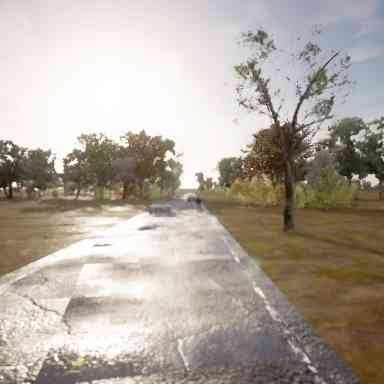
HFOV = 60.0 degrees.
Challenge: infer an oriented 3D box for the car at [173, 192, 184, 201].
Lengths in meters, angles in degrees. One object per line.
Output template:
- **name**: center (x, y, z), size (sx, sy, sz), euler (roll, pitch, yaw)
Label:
- **car**: center (-3.010, 0.932, 75.309), size (2.150, 2.045, 5.566), euler (0, 0, 0)

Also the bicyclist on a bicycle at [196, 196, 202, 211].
- **bicyclist on a bicycle**: center (0.820, 1.315, 37.824), size (0.659, 1.776, 1.843), euler (0, 0, 0)

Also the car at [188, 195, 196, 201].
- **car**: center (-0.010, 1.445, 78.809), size (1.895, 1.301, 4.718), euler (0, 0, 0)

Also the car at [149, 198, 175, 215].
- **car**: center (-3.098, 1.517, 32.875), size (1.994, 1.385, 4.181), euler (0, 0, 0)

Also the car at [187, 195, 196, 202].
- **car**: center (0.016, 1.374, 69.127), size (2.128, 1.511, 4.902), euler (0, 0, 1)

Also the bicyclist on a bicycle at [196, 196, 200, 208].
- **bicyclist on a bicycle**: center (0.819, 1.381, 46.787), size (0.582, 1.620, 1.656), euler (0, 0, 0)
